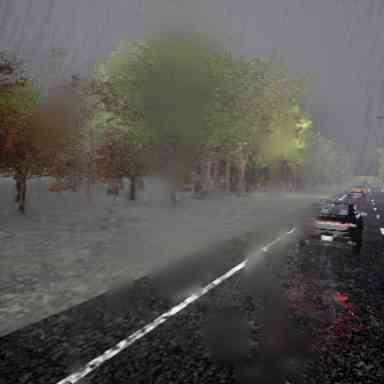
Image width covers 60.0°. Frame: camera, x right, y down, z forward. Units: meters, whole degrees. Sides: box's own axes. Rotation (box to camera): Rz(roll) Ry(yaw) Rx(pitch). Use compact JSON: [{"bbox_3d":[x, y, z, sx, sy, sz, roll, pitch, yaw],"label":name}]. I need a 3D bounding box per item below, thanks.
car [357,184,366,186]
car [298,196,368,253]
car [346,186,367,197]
[{"bbox_3d":[28.673,-0.333,56.990,2.097,1.767,4.553,3,3,27],"label":"car"},{"bbox_3d":[5.135,1.093,11.998,2.128,1.511,4.902,3,3,27],"label":"car"},{"bbox_3d":[18.972,0.343,38.458,2.128,1.511,4.902,3,3,27],"label":"car"}]
